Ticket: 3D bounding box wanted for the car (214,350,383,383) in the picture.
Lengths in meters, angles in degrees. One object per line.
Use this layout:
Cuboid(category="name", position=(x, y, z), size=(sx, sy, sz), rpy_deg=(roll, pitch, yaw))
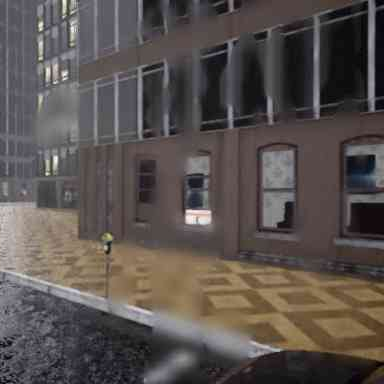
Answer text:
Cuboid(category="car", position=(1.944, 1.554, 1.488), size=(4.403, 1.369, 2.008), rpy_deg=(0, 0, 36))
